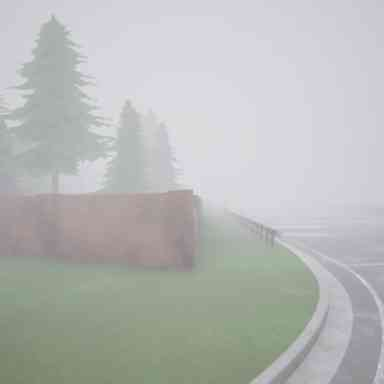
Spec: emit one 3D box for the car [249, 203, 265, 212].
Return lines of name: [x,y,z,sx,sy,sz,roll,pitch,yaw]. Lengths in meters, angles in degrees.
car: [13.512,3.521,70.084,1.895,1.301,4.718,-1,-2,3]

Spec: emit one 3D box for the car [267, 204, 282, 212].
car: [17.025,3.370,70.296,1.882,1.535,5.008,-1,-2,3]

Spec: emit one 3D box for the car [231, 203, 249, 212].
car: [9.983,3.488,69.516,2.033,1.411,5.357,-1,-2,3]

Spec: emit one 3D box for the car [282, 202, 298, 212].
car: [20.496,3.060,69.694,2.150,2.045,5.566,-1,-2,3]
